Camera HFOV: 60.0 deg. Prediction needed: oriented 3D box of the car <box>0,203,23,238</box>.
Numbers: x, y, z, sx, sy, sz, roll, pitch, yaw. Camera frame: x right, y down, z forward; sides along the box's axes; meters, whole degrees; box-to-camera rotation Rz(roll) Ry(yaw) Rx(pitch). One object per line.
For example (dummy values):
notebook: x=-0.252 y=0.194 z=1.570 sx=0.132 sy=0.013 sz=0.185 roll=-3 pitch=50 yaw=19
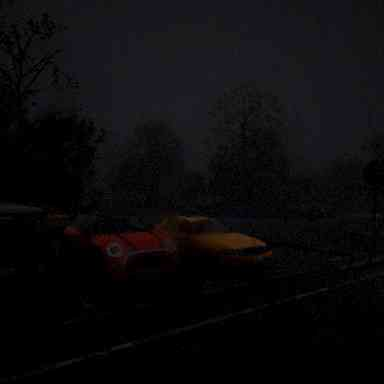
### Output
car: x=-11.061 y=1.472 z=18.686 sx=1.946 sy=1.575 sz=5.366 roll=0 pitch=0 yaw=-36

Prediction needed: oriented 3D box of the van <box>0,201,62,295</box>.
van: x=-4.765 y=1.245 z=8.014 sx=1.878 sy=1.987 sz=4.442 roll=0 pitch=0 yaw=-36

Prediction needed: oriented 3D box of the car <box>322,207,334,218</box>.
car: x=12.886 y=1.829 z=35.775 sx=2.185 sy=1.767 sz=4.553 roll=2 pitch=-1 yaw=-36

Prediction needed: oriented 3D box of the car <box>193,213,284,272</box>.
car: x=0.237 y=1.500 z=11.256 sx=1.946 sy=1.575 sz=5.366 roll=1 pitch=0 yaw=-36

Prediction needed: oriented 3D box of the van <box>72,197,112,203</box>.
van: x=-6.460 y=1.283 z=21.636 sx=1.878 sy=1.987 sz=4.442 roll=1 pitch=0 yaw=-36

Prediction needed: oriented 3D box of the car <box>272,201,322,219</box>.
car: x=10.340 y=1.918 z=33.880 sx=2.002 sy=1.452 sz=4.674 roll=2 pitch=-1 yaw=-36

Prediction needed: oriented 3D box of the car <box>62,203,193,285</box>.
car: x=-2.254 y=1.355 z=9.723 sx=2.185 sy=1.767 sz=4.553 roll=1 pitch=0 yaw=-36
